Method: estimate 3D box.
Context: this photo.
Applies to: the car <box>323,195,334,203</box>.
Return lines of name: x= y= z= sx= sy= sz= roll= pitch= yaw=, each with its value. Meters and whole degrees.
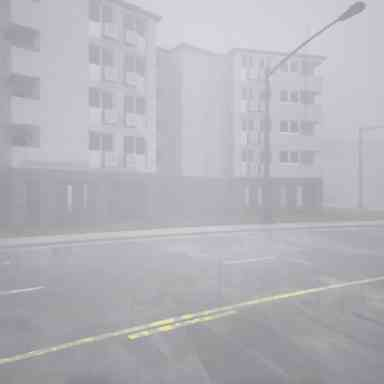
car: x=27.783 y=1.469 z=68.017 sx=1.882 sy=1.535 sz=5.008 roll=0 pitch=0 yaw=18
